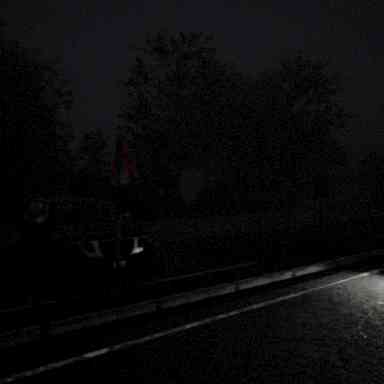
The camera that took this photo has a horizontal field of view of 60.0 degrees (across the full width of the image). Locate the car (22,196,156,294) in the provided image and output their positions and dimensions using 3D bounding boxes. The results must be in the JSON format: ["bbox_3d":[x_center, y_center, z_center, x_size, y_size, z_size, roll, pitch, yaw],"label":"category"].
[{"bbox_3d":[-3.117,1.138,9.083,2.435,2.045,5.566,-1,0,-36],"label":"car"}]

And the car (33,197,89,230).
[{"bbox_3d":[-8.283,1.231,20.833,2.185,1.767,4.553,0,0,-36],"label":"car"}]

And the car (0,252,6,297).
[{"bbox_3d":[-5.413,1.455,7.442,2.002,1.452,4.674,-1,0,-36],"label":"car"}]
